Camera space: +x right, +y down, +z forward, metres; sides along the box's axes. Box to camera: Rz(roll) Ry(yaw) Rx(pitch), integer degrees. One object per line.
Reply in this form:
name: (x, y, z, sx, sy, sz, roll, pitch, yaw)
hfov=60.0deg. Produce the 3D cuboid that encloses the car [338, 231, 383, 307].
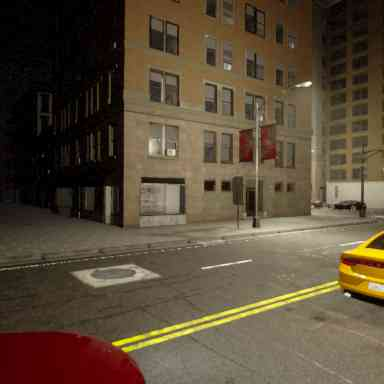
car: (5.185, 1.487, 7.157, 5.008, 1.535, 1.882, 0, 0, -35)

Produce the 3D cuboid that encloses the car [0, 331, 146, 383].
car: (-2.443, 1.524, 1.696, 4.674, 1.442, 1.812, 0, 0, -36)

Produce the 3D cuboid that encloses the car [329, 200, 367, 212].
car: (18.816, 1.639, 40.293, 1.947, 1.339, 4.313, 0, 0, -35)

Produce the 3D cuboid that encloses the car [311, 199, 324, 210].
car: (15.540, 1.624, 44.911, 2.008, 1.369, 4.403, 0, 0, -35)
